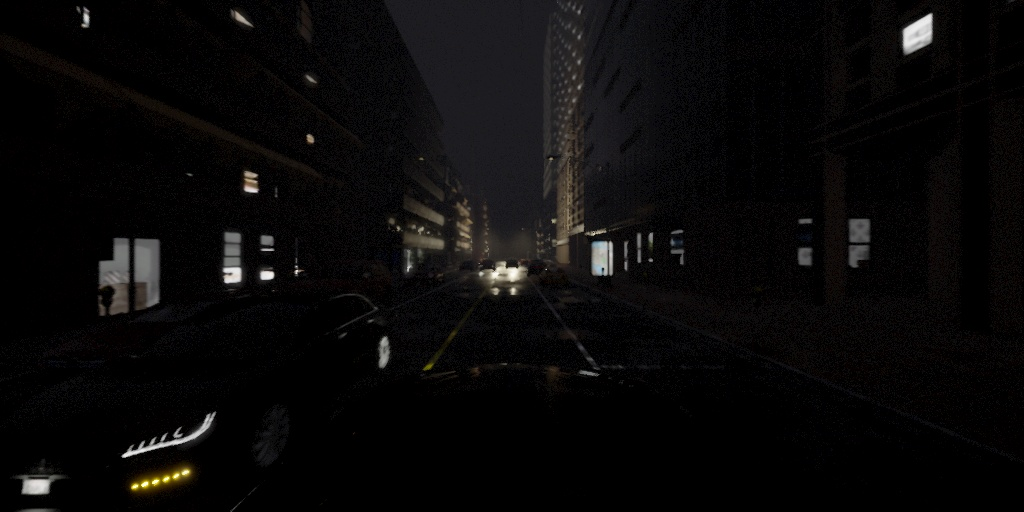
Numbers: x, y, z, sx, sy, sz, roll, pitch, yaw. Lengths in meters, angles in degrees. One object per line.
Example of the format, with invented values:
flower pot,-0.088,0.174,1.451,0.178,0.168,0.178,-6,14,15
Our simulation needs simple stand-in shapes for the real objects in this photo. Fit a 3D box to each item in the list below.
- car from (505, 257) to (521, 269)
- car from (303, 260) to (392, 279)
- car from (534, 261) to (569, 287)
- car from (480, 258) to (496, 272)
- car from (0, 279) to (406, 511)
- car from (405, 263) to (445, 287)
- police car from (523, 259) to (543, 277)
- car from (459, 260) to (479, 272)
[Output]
car,0.020,1.200,54.278,1.882,1.535,5.008,0,0,0
car,-5.686,1.058,12.351,2.192,1.841,5.009,0,0,0
car,2.699,1.261,23.816,1.751,1.417,4.829,0,0,0
car,-3.065,1.202,46.491,1.882,1.535,5.008,0,0,0
car,-3.099,1.253,4.766,1.837,1.490,4.892,0,0,0
car,-5.682,1.175,23.649,1.967,1.591,4.097,0,0,0
police car,2.379,1.153,34.563,1.930,1.638,5.238,0,0,0
car,-5.675,1.290,46.242,1.948,1.339,4.313,0,0,0
